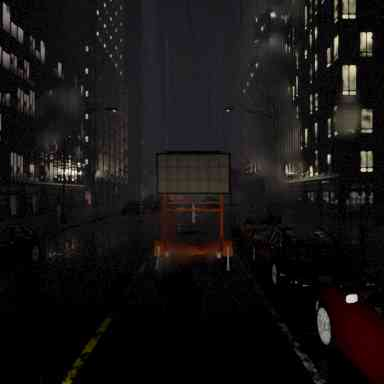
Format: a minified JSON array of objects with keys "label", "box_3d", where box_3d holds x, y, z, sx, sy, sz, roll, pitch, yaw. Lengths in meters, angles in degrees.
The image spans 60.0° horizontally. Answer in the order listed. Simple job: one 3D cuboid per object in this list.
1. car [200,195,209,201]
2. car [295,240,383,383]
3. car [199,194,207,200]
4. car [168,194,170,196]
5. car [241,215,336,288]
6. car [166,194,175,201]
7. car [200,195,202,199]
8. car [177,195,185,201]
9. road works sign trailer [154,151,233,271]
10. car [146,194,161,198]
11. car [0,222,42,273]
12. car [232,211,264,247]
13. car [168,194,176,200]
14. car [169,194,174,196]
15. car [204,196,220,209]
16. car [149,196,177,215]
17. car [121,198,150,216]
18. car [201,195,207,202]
[{"label":"car","box_3d":[3.050,1.446,82.751,1.947,1.339,4.313,1,0,0]},{"label":"car","box_3d":[2.710,1.545,3.304,1.887,1.381,4.507,0,0,0]},{"label":"car","box_3d":[3.099,1.390,94.101,1.887,1.381,4.507,1,0,0]},{"label":"car","box_3d":[-5.428,1.519,60.102,1.802,1.307,4.206,1,0,0]},{"label":"car","box_3d":[2.734,1.550,8.978,2.008,1.369,4.403,0,0,0]},{"label":"car","box_3d":[-5.329,1.320,82.805,1.967,1.590,4.097,1,0,0]},{"label":"car","box_3d":[2.953,1.519,60.052,1.802,1.307,4.206,1,0,0]},{"label":"car","box_3d":[-2.660,1.452,79.791,1.994,1.385,4.181,0,0,0]},{"label":"road works sign trailer","box_3d":[0.046,0.463,10.901,2.380,3.560,2.880,0,0,0]},{"label":"car","box_3d":[-5.499,1.408,43.077,1.967,1.590,4.097,0,0,0]},{"label":"car","box_3d":[-5.646,1.550,9.021,2.008,1.369,4.403,0,0,0]},{"label":"car","box_3d":[2.759,1.522,14.825,1.752,1.417,4.829,0,0,0]},{"label":"car","box_3d":[-5.306,1.388,88.311,1.752,1.417,4.829,1,0,0]},{"label":"car","box_3d":[-5.376,1.226,71.454,2.192,1.841,5.009,1,0,0]},{"label":"car","box_3d":[2.880,1.533,43.029,1.947,1.339,4.313,0,0,0]},{"label":"car","box_3d":[-2.857,1.458,33.478,1.882,1.535,5.008,0,0,0]},{"label":"car","box_3d":[-5.549,1.527,31.725,1.887,1.381,4.507,0,0,0]},{"label":"car","box_3d":[2.929,1.531,54.378,1.802,1.307,4.206,1,0,0]}]
